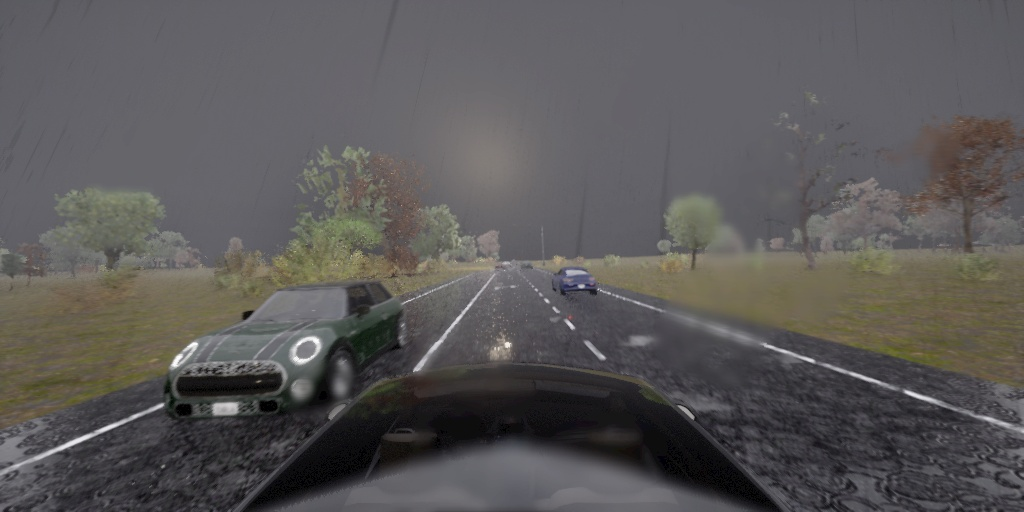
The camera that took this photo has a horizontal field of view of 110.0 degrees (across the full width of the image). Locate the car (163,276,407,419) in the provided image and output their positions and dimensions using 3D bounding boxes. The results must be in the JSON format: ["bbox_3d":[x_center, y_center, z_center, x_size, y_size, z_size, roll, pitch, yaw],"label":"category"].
[{"bbox_3d":[-3.523,1.278,6.589,2.097,1.767,4.553,-2,-1,-1],"label":"car"}]

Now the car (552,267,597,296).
[{"bbox_3d":[3.300,1.308,19.513,1.812,1.442,4.674,-2,-1,-1],"label":"car"}]
